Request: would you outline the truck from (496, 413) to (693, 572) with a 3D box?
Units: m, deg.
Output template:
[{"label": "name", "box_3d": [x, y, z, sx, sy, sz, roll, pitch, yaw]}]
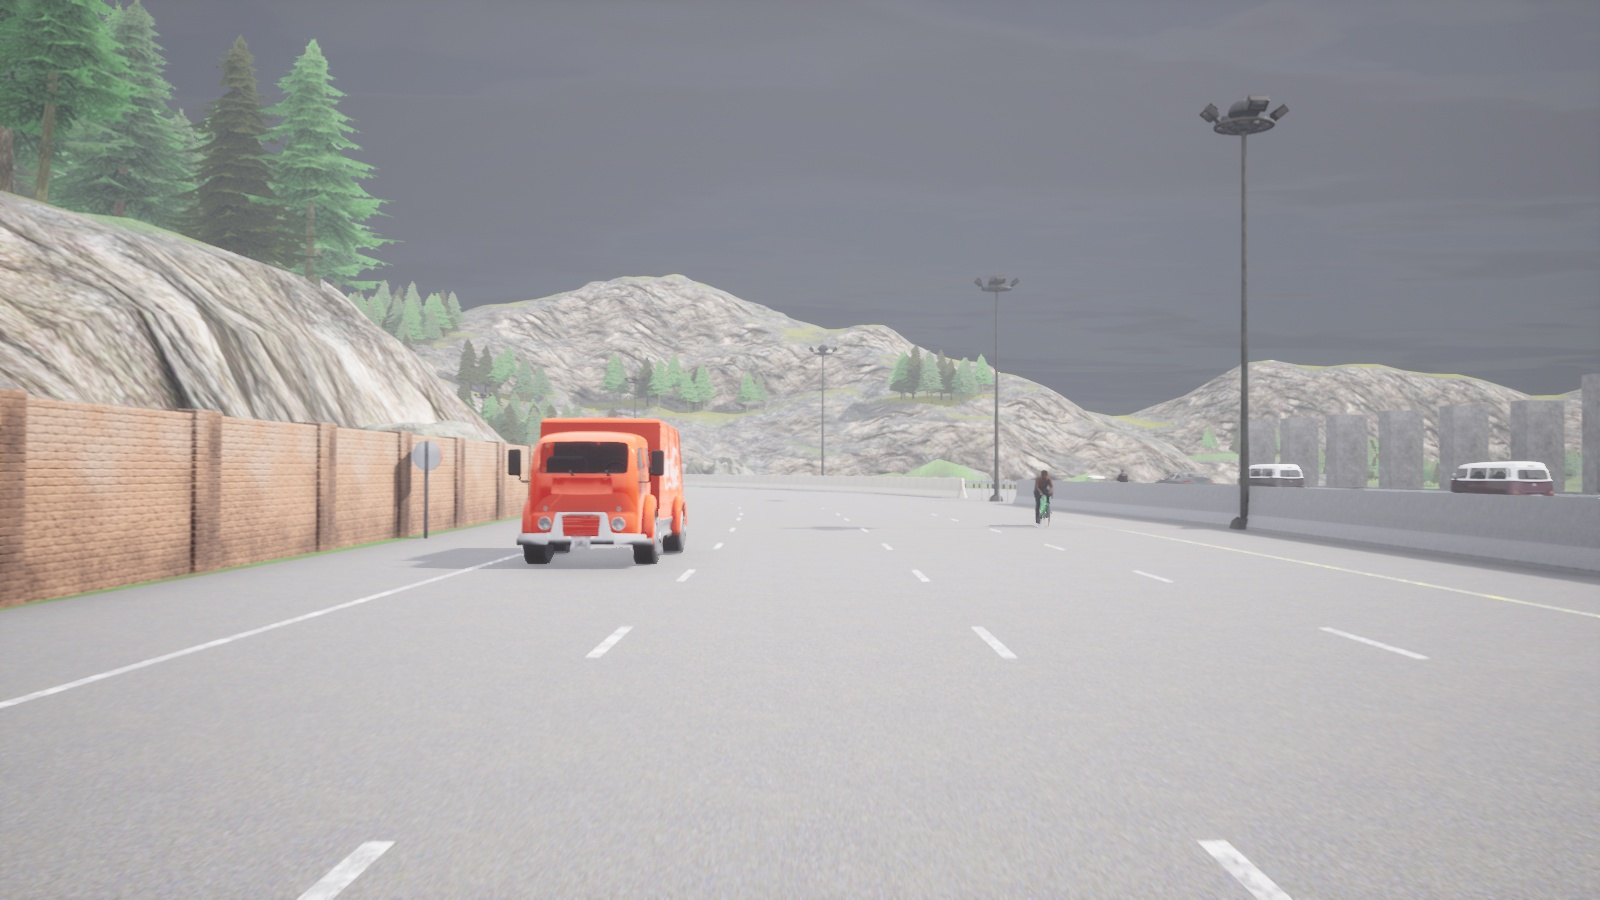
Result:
[{"label": "truck", "box_3d": [-3.422, 0.718, 22.205, 2.627, 2.467, 5.204, 0, -1, 0]}]

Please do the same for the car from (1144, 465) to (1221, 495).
[{"label": "car", "box_3d": [21.654, 1.701, 71.274, 2.152, 1.651, 5.027, 0, -1, -9]}]

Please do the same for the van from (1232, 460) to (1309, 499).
[{"label": "van", "box_3d": [25.618, 1.587, 68.548, 2.069, 2.038, 4.480, 0, -1, -8]}]

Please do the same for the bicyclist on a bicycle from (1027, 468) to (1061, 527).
[{"label": "bicyclist on a bicycle", "box_3d": [6.922, 1.337, 35.647, 0.582, 1.620, 1.656, 0, -1, -1]}]

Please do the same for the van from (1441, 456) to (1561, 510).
[{"label": "van", "box_3d": [27.495, 1.260, 49.446, 2.069, 2.038, 4.480, 0, -1, -3]}]
